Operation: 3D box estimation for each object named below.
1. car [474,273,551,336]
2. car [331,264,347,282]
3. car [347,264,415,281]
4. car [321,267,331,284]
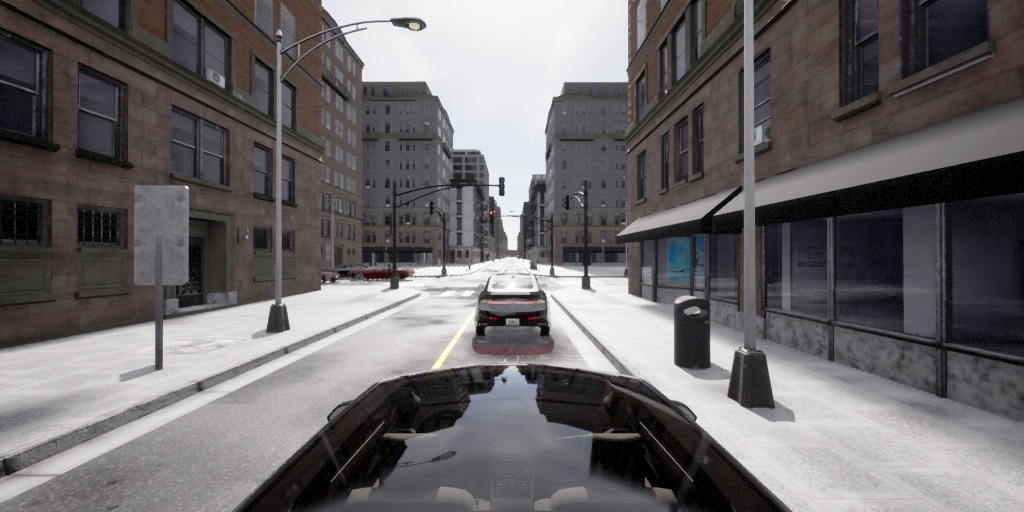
[{"bbox_3d":[0.025,1.242,10.362,2.128,1.511,4.902,0,0,0],"label":"car"},{"bbox_3d":[-14.734,1.300,26.096,4.181,1.385,1.994,0,0,0],"label":"car"},{"bbox_3d":[-10.443,1.352,29.023,4.718,1.301,1.895,0,0,0],"label":"car"},{"bbox_3d":[-14.706,1.289,23.552,4.313,1.339,1.948,0,0,0],"label":"car"}]
